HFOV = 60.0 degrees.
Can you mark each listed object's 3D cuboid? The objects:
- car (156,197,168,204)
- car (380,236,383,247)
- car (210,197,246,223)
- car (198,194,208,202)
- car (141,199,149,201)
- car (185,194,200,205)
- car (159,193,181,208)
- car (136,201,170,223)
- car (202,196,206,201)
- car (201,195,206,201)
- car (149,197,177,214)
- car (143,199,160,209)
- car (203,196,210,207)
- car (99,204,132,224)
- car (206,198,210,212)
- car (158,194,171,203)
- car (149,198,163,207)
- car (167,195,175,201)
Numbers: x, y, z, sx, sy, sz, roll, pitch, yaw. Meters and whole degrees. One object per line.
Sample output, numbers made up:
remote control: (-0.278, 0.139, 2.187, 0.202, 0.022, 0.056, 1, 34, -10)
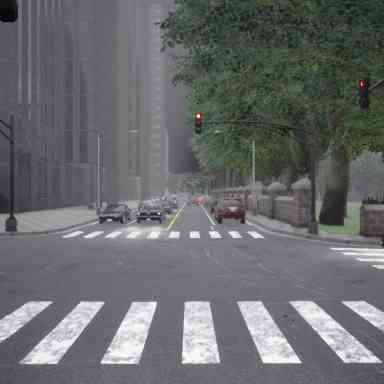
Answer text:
car: (-5.648, 1.635, 63.416, 1.802, 1.307, 4.206, 0, 0, 0)
car: (9.743, 1.789, 12.984, 4.181, 1.385, 1.994, 1, 0, -5)
car: (2.808, 1.326, 25.211, 2.192, 1.841, 5.009, 0, 0, 0)
car: (2.524, 1.424, 75.837, 2.097, 1.767, 4.553, 0, 0, 0)
car: (-5.688, 1.579, 41.587, 2.008, 1.369, 4.403, 0, 0, 0)
car: (0.211, 1.596, 59.323, 2.033, 1.411, 5.357, 0, 0, 0)
car: (-3.006, 1.385, 45.752, 2.097, 1.767, 4.553, 0, 0, 0)
car: (-3.053, 1.612, 25.659, 1.895, 1.301, 4.718, 0, 0, 0)
car: (2.847, 1.585, 47.036, 2.008, 1.369, 4.403, 0, 0, 0)
car: (2.857, 1.481, 52.493, 1.967, 1.590, 4.097, 0, 0, 0)
car: (-3.030, 1.569, 35.476, 2.033, 1.411, 5.357, 0, 0, 1)
car: (-5.678, 1.616, 47.045, 1.802, 1.307, 4.206, 0, 0, 0)
car: (2.838, 1.579, 41.579, 2.008, 1.369, 4.403, 0, 0, 0)
car: (-5.717, 1.576, 25.217, 1.947, 1.339, 4.313, 0, 0, 0)
car: (2.828, 1.588, 36.123, 1.947, 1.339, 4.313, 0, 0, 0)
car: (-5.638, 1.374, 68.873, 2.192, 1.841, 5.009, 0, 0, 0)
car: (-5.668, 1.622, 52.502, 1.802, 1.307, 4.206, 0, 0, 0)
car: (-5.599, 1.533, 90.701, 1.967, 1.590, 4.097, 0, 0, 0)
